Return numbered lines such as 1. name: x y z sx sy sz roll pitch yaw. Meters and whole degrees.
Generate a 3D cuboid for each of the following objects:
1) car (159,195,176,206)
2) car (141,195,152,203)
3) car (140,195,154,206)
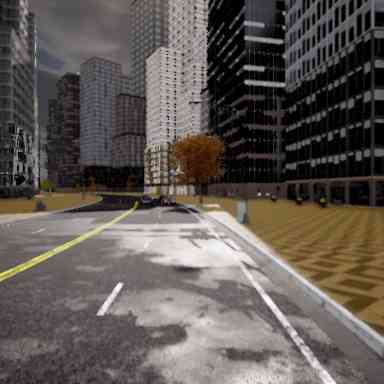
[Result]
1. car: -3.666 1.385 51.410 1.895 1.301 4.718 0 0 -8
2. car: -8.431 1.246 60.938 1.837 1.490 4.892 0 0 -10
3. car: -6.938 1.357 51.354 1.994 1.385 4.181 0 0 -8
